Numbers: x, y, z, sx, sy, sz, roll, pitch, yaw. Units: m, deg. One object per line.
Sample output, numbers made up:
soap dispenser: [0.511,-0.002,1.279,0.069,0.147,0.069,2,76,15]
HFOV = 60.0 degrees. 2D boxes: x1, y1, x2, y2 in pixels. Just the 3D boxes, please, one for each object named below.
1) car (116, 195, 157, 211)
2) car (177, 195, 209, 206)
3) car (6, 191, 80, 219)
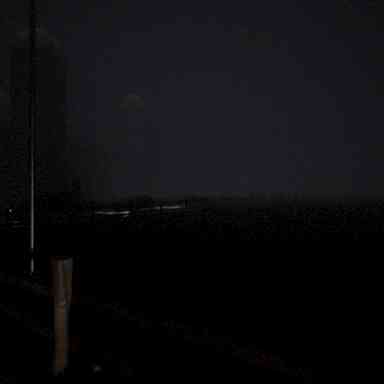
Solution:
car: [-5.765,1.071,34.785,1.882,1.535,5.008,1,1,35]
car: [0.166,1.050,43.184,1.895,1.301,4.718,1,1,35]
car: [-11.617,0.960,26.470,2.150,2.045,5.566,1,1,35]
